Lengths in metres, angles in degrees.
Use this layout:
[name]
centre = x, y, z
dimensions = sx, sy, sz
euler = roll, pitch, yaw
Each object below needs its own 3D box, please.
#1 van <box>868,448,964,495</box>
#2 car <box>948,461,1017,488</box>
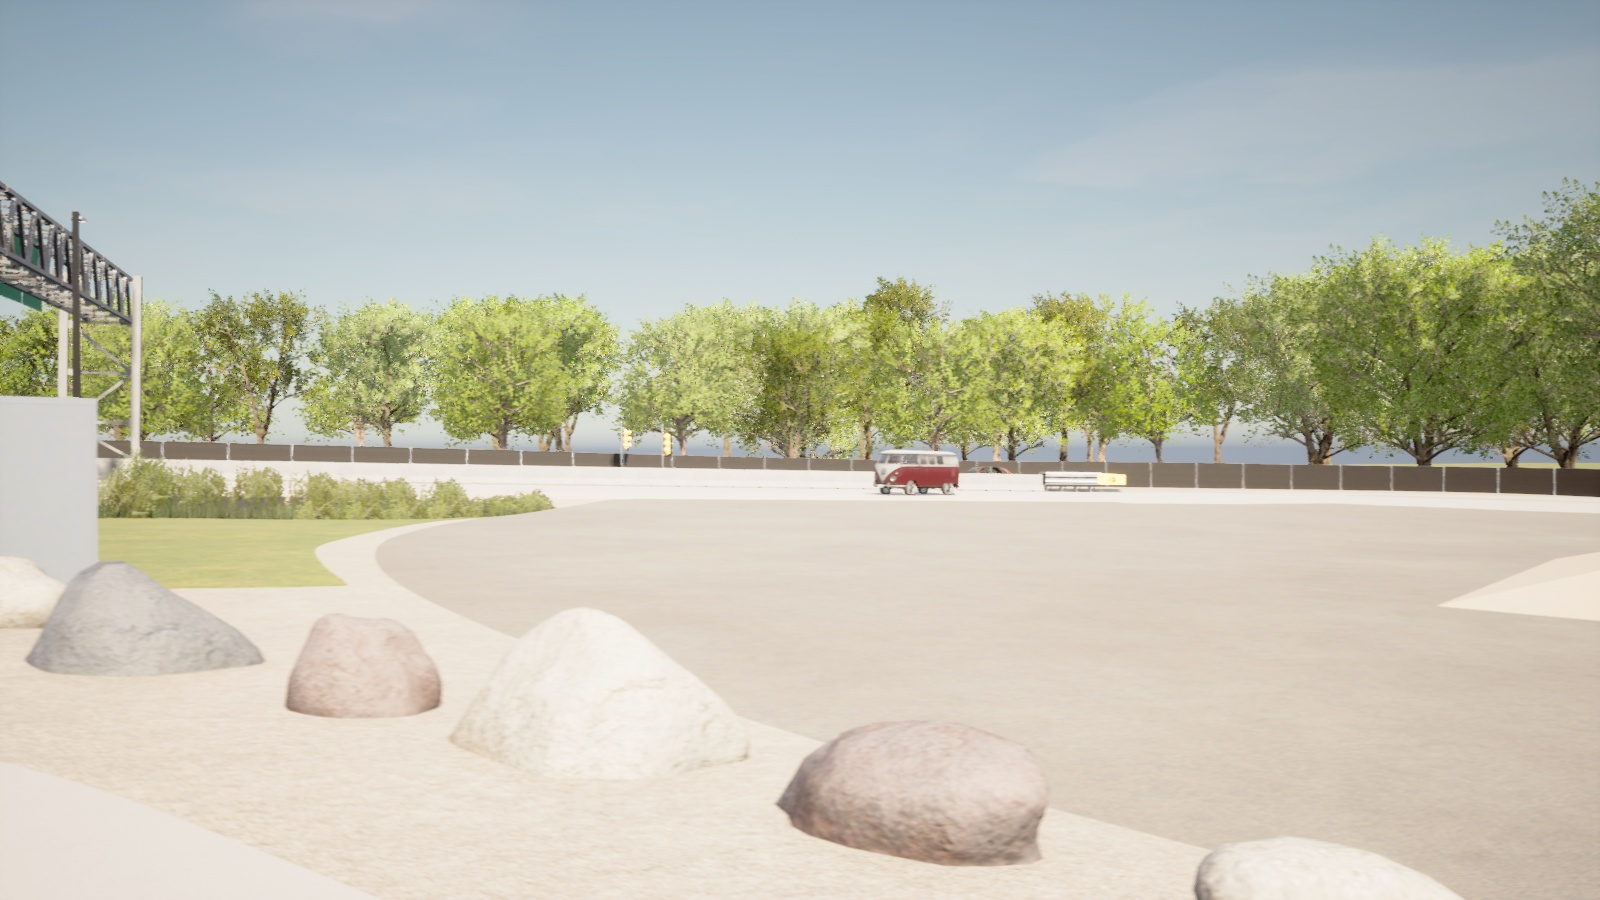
[van]
centre = 5.162, 0.908, 55.497
dimensions = 4.442, 1.987, 1.775
euler = 0, 0, -44
[car]
centre = 11.694, 1.559, 80.604
dimensions = 3.988, 1.617, 1.851
euler = 0, 0, -20
